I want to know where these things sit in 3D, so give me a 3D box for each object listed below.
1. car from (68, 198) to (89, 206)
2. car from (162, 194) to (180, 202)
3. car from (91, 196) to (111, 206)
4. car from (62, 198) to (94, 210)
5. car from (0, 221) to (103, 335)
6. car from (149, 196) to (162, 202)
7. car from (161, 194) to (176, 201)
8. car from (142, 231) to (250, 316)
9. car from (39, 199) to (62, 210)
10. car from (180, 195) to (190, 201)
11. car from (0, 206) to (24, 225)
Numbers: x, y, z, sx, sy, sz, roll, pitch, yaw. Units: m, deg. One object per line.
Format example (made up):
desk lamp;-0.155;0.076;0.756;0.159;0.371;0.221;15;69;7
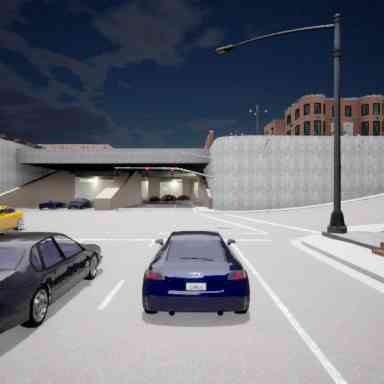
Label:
car;-18.544;1.601;54.418;1.895;1.301;4.718;0;0;-1
car;-4.749;1.355;75.126;2.097;1.767;4.553;0;0;6
car;-15.065;1.491;55.452;2.128;1.511;4.902;0;0;-1
car;-14.790;1.547;43.767;2.033;1.411;5.357;0;0;-1
car;-3.424;1.547;6.917;2.033;1.411;5.357;0;0;0
car;-8.268;1.540;74.834;2.033;1.411;5.357;0;0;6
car;-5.925;1.355;84.884;2.097;1.767;4.553;0;0;24
car;0.078;1.564;7.614;1.994;1.385;4.181;0;0;0
car;-18.287;1.601;43.661;1.895;1.301;4.718;0;0;-1
car;-2.119;1.524;84.921;1.812;1.442;4.674;0;0;28
car;-10.707;1.478;17.679;1.882;1.535;5.008;1;0;-5
